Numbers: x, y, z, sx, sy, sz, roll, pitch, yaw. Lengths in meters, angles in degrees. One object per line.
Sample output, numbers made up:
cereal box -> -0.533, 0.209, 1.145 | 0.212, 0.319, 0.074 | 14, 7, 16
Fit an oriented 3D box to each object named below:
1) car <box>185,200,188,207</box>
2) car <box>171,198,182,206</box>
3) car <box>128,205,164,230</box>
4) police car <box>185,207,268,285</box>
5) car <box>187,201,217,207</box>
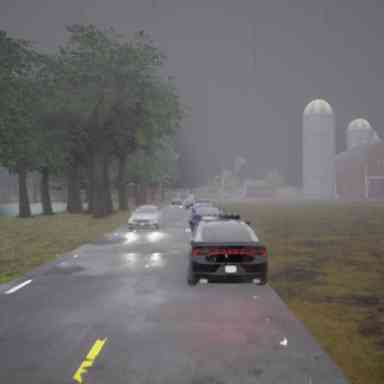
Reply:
car -> 0.034, 1.776, 48.416 | 1.895, 1.301, 4.718 | 0, 0, 1
car -> -2.782, 1.761, 61.669 | 1.882, 1.535, 5.008 | 0, -1, 1
car -> -2.846, 1.571, 21.340 | 1.812, 1.442, 4.674 | 0, 0, 0
police car -> 0.826, 1.443, 9.668 | 1.930, 1.638, 5.238 | 0, 0, 0
car -> 0.828, 1.518, 19.558 | 1.882, 1.535, 5.008 | 0, 0, 0
